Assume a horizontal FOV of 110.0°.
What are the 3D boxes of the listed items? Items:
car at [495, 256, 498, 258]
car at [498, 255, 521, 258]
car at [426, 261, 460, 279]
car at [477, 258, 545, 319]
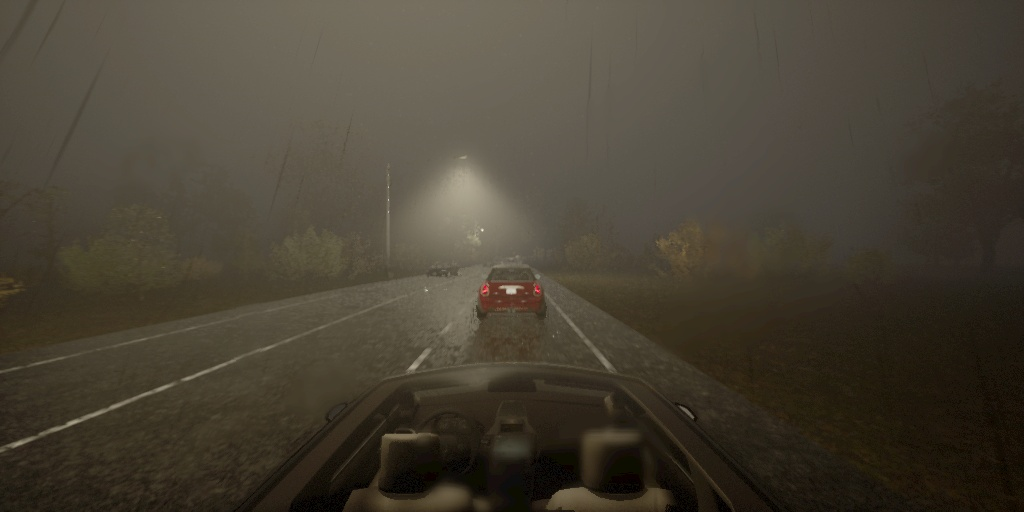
[{"bbox_3d":[-3.645,1.059,57.466,2.128,1.511,4.902,0,0,0],"label":"car"},{"bbox_3d":[-0.083,0.984,36.822,2.097,1.767,4.553,0,0,0],"label":"car"},{"bbox_3d":[-5.898,1.139,31.181,1.882,1.535,5.008,0,0,7],"label":"car"},{"bbox_3d":[-0.026,1.071,12.835,2.097,1.767,4.553,0,0,0],"label":"car"}]
